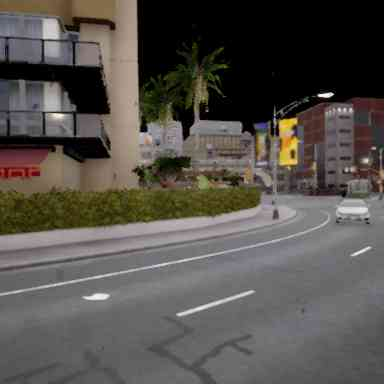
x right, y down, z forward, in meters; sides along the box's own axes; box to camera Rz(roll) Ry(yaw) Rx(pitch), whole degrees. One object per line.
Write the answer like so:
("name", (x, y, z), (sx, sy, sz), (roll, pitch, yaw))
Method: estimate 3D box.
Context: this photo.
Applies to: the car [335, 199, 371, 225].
("car", (10.252, 1.190, 21.176), (1.812, 1.442, 4.674), (0, 1, 26))
